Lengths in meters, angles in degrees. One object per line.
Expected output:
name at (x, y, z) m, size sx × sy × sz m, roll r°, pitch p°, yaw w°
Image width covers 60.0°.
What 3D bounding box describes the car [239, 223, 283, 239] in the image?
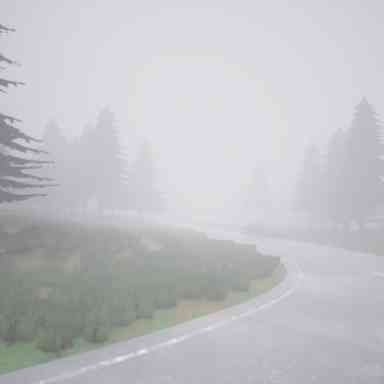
car at (6.328, 3.560, 31.055) m, size 2.033 × 1.411 × 5.357 m, roll 4°, pitch -3°, yaw -17°
